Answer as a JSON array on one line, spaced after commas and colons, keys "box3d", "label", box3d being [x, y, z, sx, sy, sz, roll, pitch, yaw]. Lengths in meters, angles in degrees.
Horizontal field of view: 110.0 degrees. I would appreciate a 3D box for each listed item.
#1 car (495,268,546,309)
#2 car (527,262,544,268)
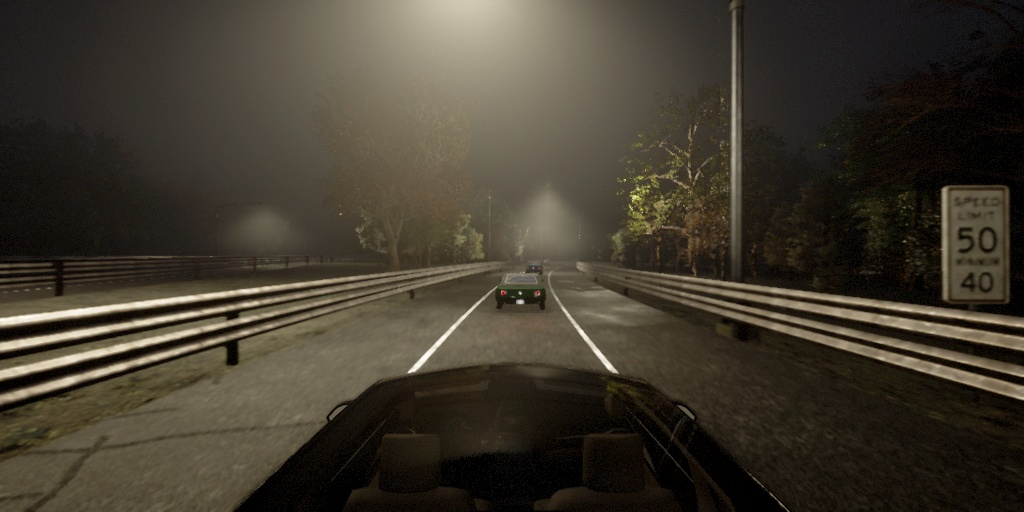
[{"box3d": [0.404, 1.384, 15.245, 1.895, 1.301, 4.718, 0, 0, 3], "label": "car"}, {"box3d": [2.677, 1.409, 41.793, 2.033, 1.411, 5.357, 0, 0, 8], "label": "car"}]
